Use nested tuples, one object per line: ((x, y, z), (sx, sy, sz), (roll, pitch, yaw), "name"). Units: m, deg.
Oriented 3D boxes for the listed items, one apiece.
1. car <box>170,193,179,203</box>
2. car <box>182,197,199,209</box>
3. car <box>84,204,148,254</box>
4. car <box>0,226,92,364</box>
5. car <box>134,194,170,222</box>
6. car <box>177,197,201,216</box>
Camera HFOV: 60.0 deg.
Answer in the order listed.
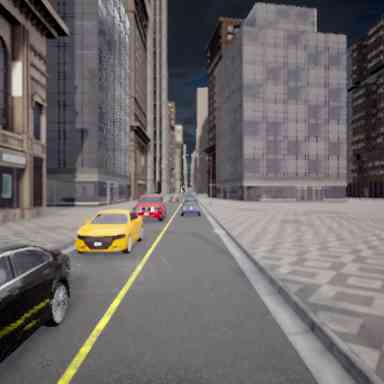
((-3.428, 1.406, 64.890), (1.812, 1.442, 4.674), (0, 0, 0), "car")
((-0.196, 1.424, 45.996), (2.128, 1.511, 4.902), (0, 0, 0), "car")
((-3.176, 1.470, 13.670), (1.882, 1.535, 5.008), (0, 0, 0), "car")
((-3.119, 1.494, 4.243), (2.128, 1.511, 4.902), (0, 0, 0), "car")
((-3.218, 1.202, 26.274), (2.150, 2.045, 5.566), (0, 0, 0), "car")
((-0.100, 1.510, 32.203), (2.033, 1.411, 5.357), (0, 0, 0), "car")
